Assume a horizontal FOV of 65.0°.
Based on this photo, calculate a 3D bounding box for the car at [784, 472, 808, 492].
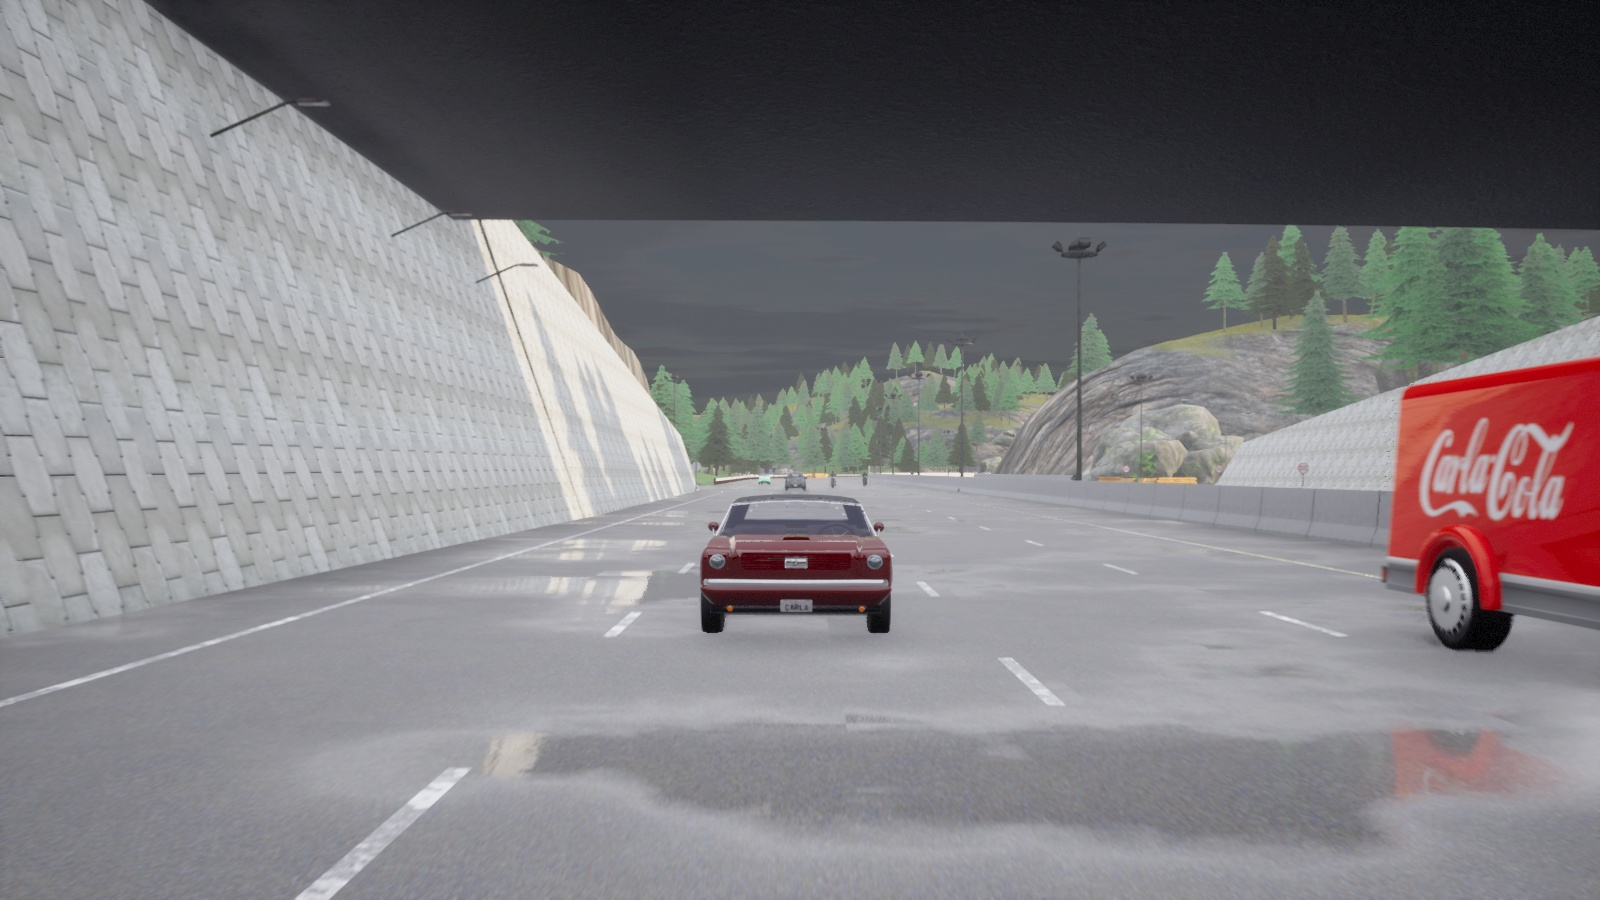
[{"bbox_3d":[-0.327,2.473,98.165,1.845,1.501,3.633,0,-1,0],"label":"car"}]

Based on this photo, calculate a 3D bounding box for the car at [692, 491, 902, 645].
[{"bbox_3d":[-0.033,1.145,13.699,1.895,1.301,4.718,0,-1,0],"label":"car"}]

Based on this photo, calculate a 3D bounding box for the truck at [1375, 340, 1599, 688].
[{"bbox_3d":[6.975,0.463,9.731,2.627,2.467,5.204,0,-1,0],"label":"truck"}]
